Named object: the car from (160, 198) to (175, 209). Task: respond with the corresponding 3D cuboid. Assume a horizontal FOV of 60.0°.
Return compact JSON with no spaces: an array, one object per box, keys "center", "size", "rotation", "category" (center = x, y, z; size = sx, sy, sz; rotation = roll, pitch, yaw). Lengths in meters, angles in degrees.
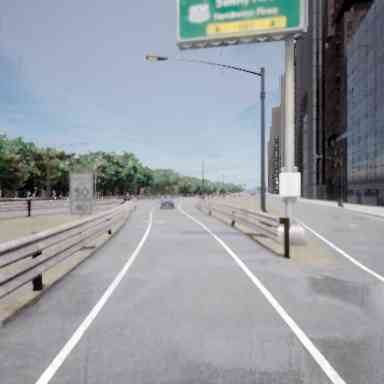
[{"center":[-3.368,1.536,45.846],"size":[1.812,1.442,4.674],"rotation":[0,0,-3],"category":"car"}]
